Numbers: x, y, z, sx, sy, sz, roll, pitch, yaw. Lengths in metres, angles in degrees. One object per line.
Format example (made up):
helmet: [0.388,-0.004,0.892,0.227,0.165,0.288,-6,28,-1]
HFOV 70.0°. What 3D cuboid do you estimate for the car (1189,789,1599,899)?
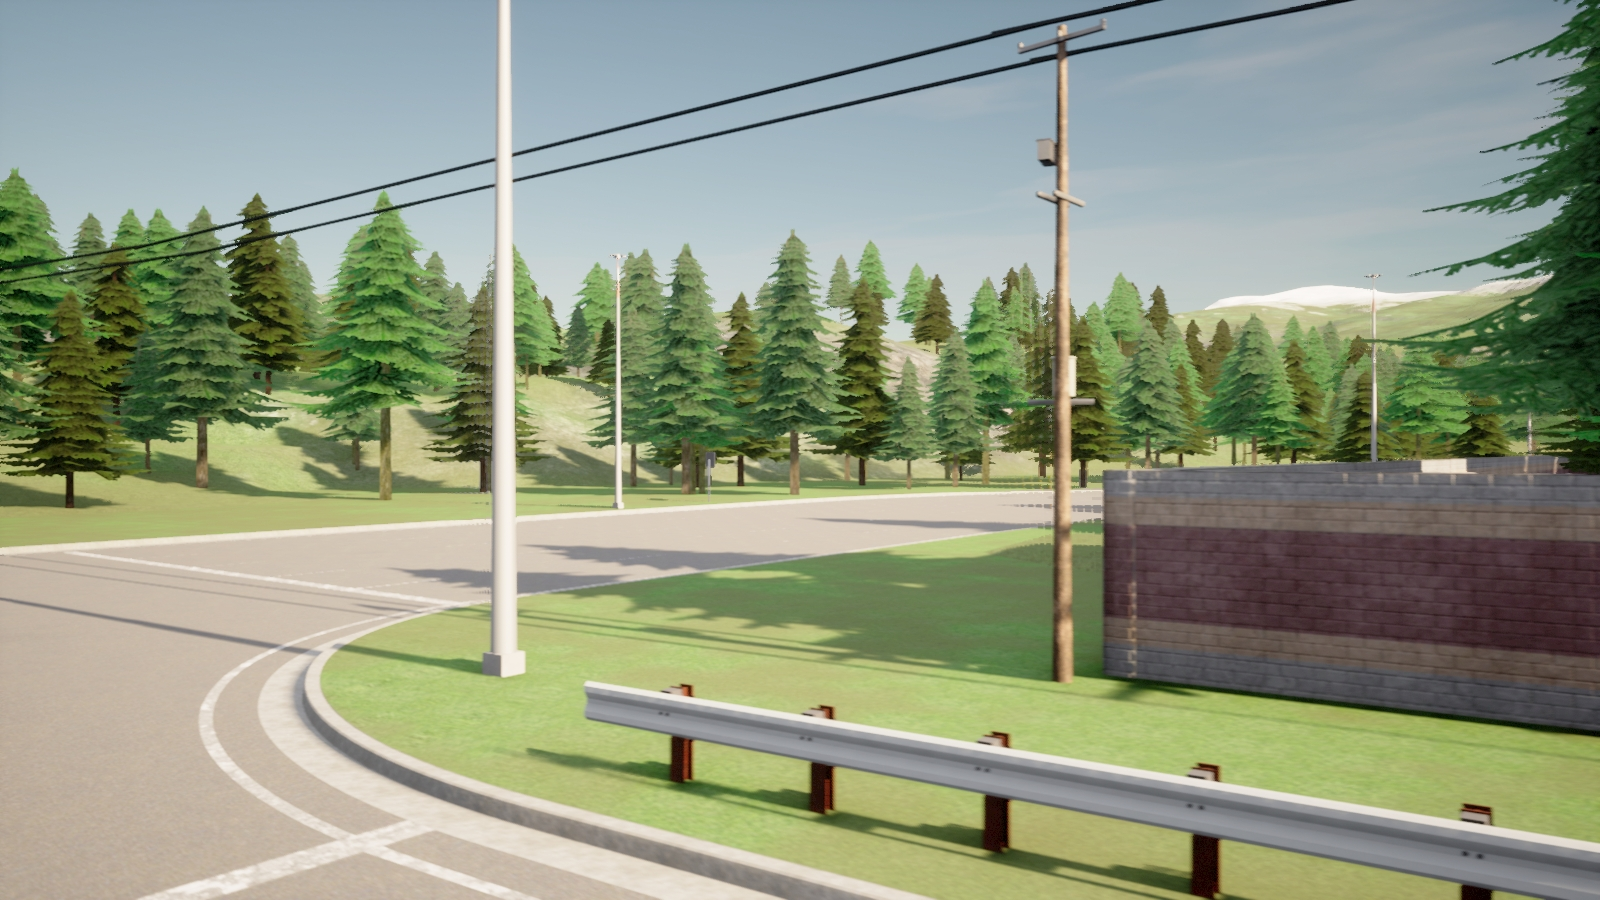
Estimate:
car: [3.214,1.982,1.536,5.238,1.638,2.097,0,0,35]
